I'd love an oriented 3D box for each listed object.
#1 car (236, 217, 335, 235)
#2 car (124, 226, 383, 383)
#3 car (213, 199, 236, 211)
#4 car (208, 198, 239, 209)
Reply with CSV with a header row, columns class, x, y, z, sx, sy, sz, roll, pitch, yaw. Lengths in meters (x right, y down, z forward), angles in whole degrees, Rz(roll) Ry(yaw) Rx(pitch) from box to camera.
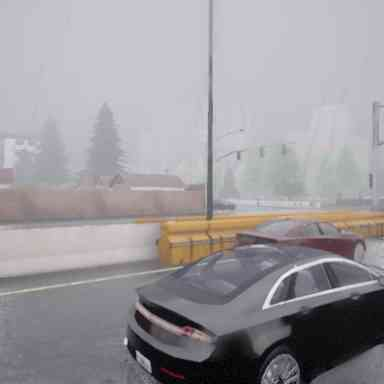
class,x,y,z,sx,sy,sz,roll,pitch,yaw
car,3.579,1.554,10.607,5.008,1.535,1.882,1,0,-36
car,1.478,1.525,4.806,4.902,1.511,2.128,0,0,-36
car,3.953,1.851,45.559,1.895,1.301,4.718,1,0,-33
car,4.699,1.773,50.801,2.128,1.511,4.902,1,0,-33
